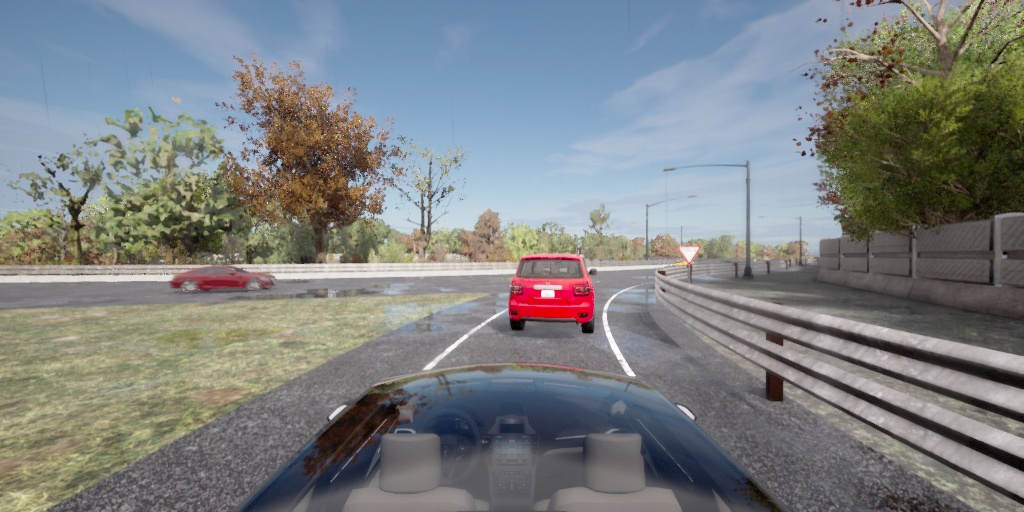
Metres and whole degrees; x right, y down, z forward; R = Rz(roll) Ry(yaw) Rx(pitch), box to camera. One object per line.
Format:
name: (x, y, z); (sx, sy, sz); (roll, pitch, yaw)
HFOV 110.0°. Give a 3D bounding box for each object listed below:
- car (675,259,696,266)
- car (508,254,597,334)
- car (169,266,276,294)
car: (26.495, 1.193, 54.617); (1.882, 1.535, 5.008); (0, 0, 42)
car: (1.368, 0.968, 10.924); (2.150, 2.045, 5.566); (0, 0, 12)
car: (-15.888, 1.254, 19.912); (4.674, 1.442, 1.812); (0, 0, -20)
